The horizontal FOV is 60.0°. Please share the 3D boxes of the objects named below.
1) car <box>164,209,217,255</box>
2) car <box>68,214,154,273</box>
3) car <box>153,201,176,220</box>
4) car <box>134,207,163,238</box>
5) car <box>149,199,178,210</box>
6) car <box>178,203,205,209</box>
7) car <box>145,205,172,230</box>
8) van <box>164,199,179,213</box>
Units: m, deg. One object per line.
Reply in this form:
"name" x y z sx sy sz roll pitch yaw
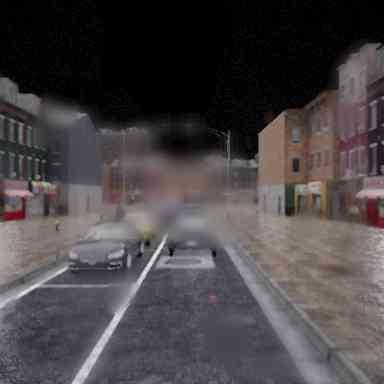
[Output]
"car" 0.041 1.661 13.914 1.812 1.442 4.674 0 0 1
"car" -2.633 1.658 10.972 2.008 1.369 4.403 0 -1 0
"car" -2.612 1.763 32.680 1.967 1.590 4.097 -1 -1 0
"car" -2.628 1.684 16.229 1.752 1.417 4.829 0 -1 0
"car" -2.618 1.583 27.254 2.192 1.841 5.009 0 -1 0
"car" 0.053 1.774 28.520 2.128 1.511 4.902 0 0 1
"car" -2.621 1.780 21.826 1.947 1.339 4.313 0 -1 0
"van" -2.602 1.777 43.535 1.690 1.788 3.998 -1 -1 0
